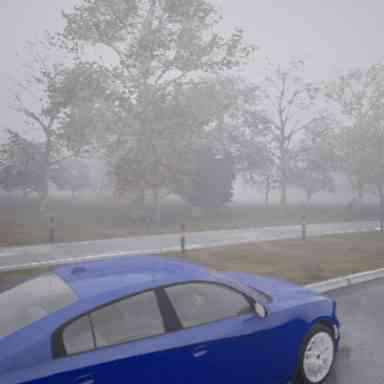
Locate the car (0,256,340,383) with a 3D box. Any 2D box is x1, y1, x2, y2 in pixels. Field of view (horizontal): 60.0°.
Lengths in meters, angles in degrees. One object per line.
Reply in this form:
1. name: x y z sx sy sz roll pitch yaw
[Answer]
1. car: -0.397 1.476 3.649 5.008 1.535 2.097 0 0 -34
